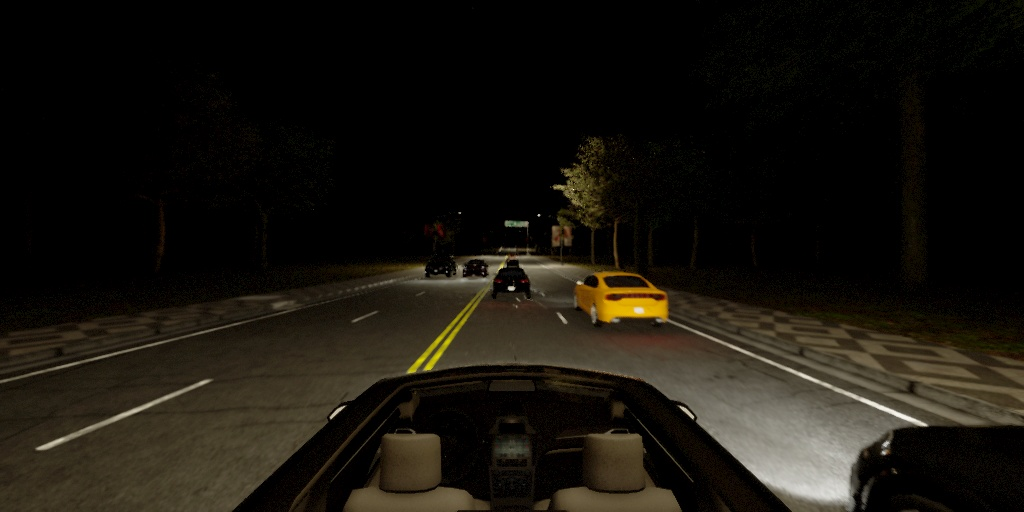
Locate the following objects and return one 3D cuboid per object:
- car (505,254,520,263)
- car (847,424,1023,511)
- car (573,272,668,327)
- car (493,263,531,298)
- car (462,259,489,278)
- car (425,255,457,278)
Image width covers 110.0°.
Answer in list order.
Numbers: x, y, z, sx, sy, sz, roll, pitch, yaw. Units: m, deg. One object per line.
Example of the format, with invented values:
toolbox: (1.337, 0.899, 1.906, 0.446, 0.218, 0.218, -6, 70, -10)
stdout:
car: (0.088, 0.856, 52.715, 2.128, 1.511, 4.902, 0, 1, 0)
car: (3.250, 1.313, 0.648, 1.994, 1.385, 4.181, 0, 0, 0)
car: (3.248, 1.241, 11.648, 1.882, 1.535, 5.008, 0, 0, 0)
car: (-0.020, 1.296, 18.639, 1.812, 1.442, 4.674, 0, 0, 0)
car: (-3.277, 1.053, 33.005, 2.097, 1.767, 4.553, 0, 1, 0)
car: (-6.520, 0.923, 33.472, 2.150, 2.045, 5.566, 0, 0, 0)
